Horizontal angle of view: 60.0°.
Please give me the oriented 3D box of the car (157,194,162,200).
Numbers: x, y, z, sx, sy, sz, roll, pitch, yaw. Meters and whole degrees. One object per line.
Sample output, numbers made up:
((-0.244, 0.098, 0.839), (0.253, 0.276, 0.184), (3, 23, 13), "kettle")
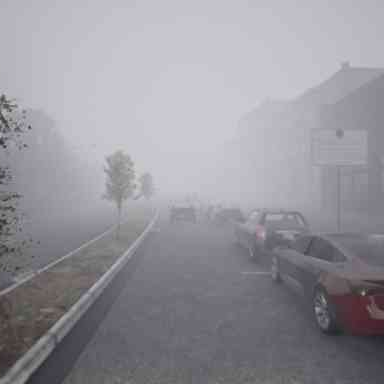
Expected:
((-6.940, 1.263, 85.337), (2.163, 1.488, 4.792), (0, 0, -14), "car")

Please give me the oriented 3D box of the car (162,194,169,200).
((-5.254, 1.276, 78.500), (1.946, 1.575, 5.366), (0, 0, -13), "car")

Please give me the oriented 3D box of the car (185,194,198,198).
((0.499, 1.452, 45.717), (1.946, 1.575, 5.366), (0, 0, -6), "car")

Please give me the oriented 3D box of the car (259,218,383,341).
((3.007, 1.514, 6.716), (2.163, 1.488, 4.792), (0, 0, 0), "car")

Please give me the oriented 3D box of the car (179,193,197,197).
((-0.187, 1.185, 51.082), (2.435, 2.045, 5.566), (0, 0, -7), "car")

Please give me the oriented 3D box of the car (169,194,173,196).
((-2.932, 1.345, 67.729), (1.946, 1.575, 5.366), (0, 0, -10), "car")

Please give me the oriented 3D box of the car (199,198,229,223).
((2.024, 1.481, 28.900), (2.097, 1.535, 5.008), (0, 0, -4), "car")

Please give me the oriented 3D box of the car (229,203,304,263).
((2.868, 1.360, 12.214), (2.185, 1.767, 4.553), (0, 0, -1), "car")

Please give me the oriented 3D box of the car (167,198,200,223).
((-0.745, 1.477, 25.323), (1.882, 1.535, 5.008), (0, 0, -3), "car")

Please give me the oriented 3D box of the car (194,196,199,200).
((1.616, 1.477, 34.454), (2.097, 1.535, 5.008), (0, 0, -4), "car")

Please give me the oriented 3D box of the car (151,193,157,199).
((-9.543, 1.161, 94.575), (2.097, 1.535, 5.008), (0, 0, -16), "car")

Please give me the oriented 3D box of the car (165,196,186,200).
((-2.208, 1.575, 42.845), (1.895, 1.301, 4.718), (0, 0, -6), "car")
